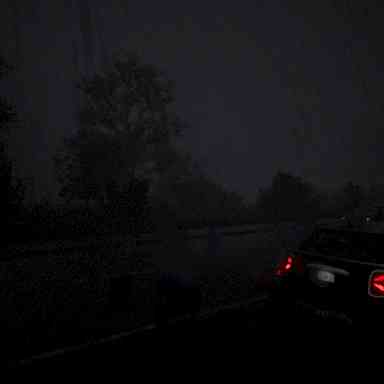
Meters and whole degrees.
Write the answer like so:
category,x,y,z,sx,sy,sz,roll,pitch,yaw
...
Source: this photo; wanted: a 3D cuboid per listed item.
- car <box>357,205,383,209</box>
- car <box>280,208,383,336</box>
category,x,y,z,sx,sy,sz,roll,pitch,yaw
car,11.077,1.530,20.477,4.674,1.442,1.812,0,0,-36
car,3.847,1.353,6.487,4.553,1.767,2.097,0,0,-35
